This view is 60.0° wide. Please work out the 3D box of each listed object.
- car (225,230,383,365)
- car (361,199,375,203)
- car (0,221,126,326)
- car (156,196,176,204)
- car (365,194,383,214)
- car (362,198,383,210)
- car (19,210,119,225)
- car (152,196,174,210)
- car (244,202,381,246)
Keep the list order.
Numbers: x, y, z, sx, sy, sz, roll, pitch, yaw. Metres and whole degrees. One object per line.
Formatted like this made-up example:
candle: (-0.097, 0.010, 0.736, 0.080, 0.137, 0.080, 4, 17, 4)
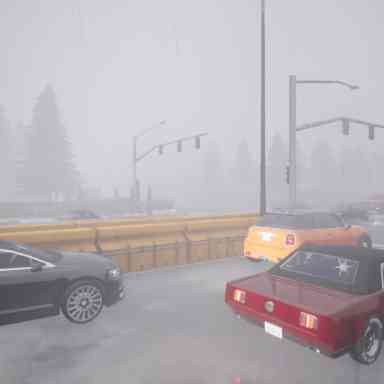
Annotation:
car: (2.922, 1.601, 5.837, 4.718, 1.301, 1.895, 0, 0, -36)
car: (11.563, 1.526, 25.167, 4.674, 1.442, 1.812, 0, 0, -36)
car: (-3.543, 1.492, 5.511, 4.902, 1.511, 2.128, 0, 0, -36)
car: (-5.036, 1.525, 63.732, 1.812, 1.442, 4.674, 0, 0, -31)
car: (20.114, 1.223, 35.581, 5.566, 2.045, 2.150, 0, 0, -36)
car: (24.453, 1.547, 43.056, 5.357, 1.411, 2.033, 0, 0, -34)
car: (-6.194, 1.601, 16.777, 4.718, 1.301, 1.895, 0, 0, -36)
car: (-4.253, 1.564, 43.979, 1.994, 1.385, 4.181, 0, 0, -36)
car: (3.870, 1.352, 10.817, 4.553, 1.767, 2.097, 0, 0, -36)
